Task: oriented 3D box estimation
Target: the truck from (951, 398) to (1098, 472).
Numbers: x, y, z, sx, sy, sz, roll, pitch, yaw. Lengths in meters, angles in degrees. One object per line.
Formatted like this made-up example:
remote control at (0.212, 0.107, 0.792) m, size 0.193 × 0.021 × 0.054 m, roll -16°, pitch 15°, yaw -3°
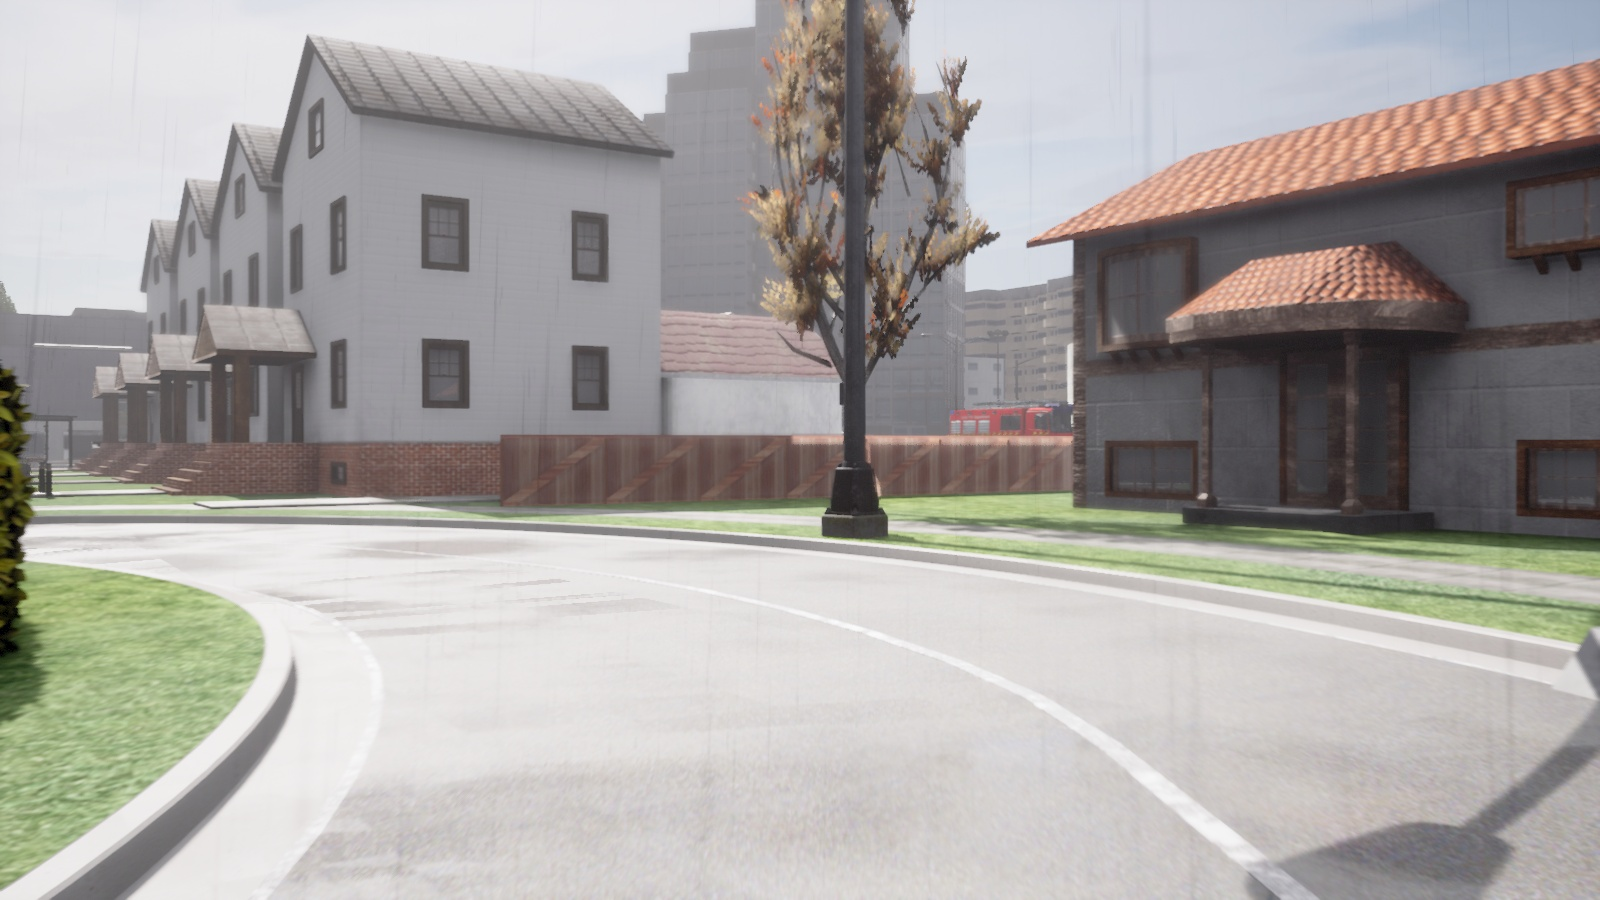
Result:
truck at (12.203, -0.798, 69.100) m, size 2.891 × 3.827 × 8.468 m, roll 0°, pitch 0°, yaw -34°
